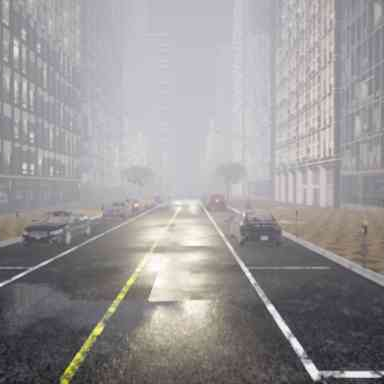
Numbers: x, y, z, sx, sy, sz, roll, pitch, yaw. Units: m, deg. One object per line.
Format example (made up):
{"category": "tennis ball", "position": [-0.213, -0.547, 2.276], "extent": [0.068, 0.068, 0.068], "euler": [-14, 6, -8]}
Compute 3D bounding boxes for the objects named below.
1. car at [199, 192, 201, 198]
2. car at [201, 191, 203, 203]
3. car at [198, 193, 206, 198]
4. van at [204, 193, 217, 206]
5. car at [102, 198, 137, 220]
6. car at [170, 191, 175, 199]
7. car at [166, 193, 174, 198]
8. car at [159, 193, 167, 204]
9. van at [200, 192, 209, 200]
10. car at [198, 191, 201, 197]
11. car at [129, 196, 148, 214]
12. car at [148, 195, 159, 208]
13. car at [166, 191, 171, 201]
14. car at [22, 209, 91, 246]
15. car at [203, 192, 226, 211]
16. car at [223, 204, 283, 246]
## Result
{"category": "car", "position": [2.668, 1.065, 54.267], "extent": [1.967, 1.590, 4.097], "euler": [-1, 0, 0]}
{"category": "car", "position": [2.669, 1.019, 42.899], "extent": [2.192, 1.841, 5.009], "euler": [-1, 0, 0]}
{"category": "car", "position": [2.660, 0.935, 88.369], "extent": [2.008, 1.369, 4.403], "euler": [-1, 0, 0]}
{"category": "van", "position": [2.668, 1.006, 48.583], "extent": [1.690, 1.788, 3.998], "euler": [-1, 0, 0]}
{"category": "car", "position": [-5.704, 1.403, 25.848], "extent": [1.802, 1.307, 4.206], "euler": [-1, 0, 0]}
{"category": "car", "position": [-5.718, 0.904, 76.999], "extent": [1.967, 1.590, 4.097], "euler": [-1, 0, 0]}
{"category": "car", "position": [-5.720, 0.965, 88.367], "extent": [1.802, 1.307, 4.206], "euler": [-1, 0, 0]}
{"category": "car", "position": [-5.712, 1.190, 54.266], "extent": [1.947, 1.339, 4.313], "euler": [-1, 0, 0]}
{"category": "van", "position": [2.662, 0.846, 71.316], "extent": [1.690, 1.788, 3.998], "euler": [-1, 0, 0]}
{"category": "car", "position": [2.665, 0.985, 65.634], "extent": [1.967, 1.590, 4.097], "euler": [-1, 0, 0]}
{"category": "car", "position": [-5.707, 1.222, 31.530], "extent": [1.967, 1.590, 4.097], "euler": [-1, 0, 0]}
{"category": "car", "position": [-5.709, 1.230, 42.728], "extent": [1.752, 1.417, 4.829], "euler": [-1, 0, 0]}
{"category": "car", "position": [-5.715, 1.095, 65.632], "extent": [2.008, 1.369, 4.403], "euler": [-1, 0, 0]}
{"category": "car", "position": [-5.701, 1.450, 14.480], "extent": [2.008, 1.369, 4.403], "euler": [-1, 0, 0]}
{"category": "car", "position": [2.671, 1.059, 37.215], "extent": [2.192, 1.841, 5.009], "euler": [-1, 0, 0]}
{"category": "car", "position": [2.679, 1.451, 14.482], "extent": [2.008, 1.369, 4.403], "euler": [-1, 0, 0]}
